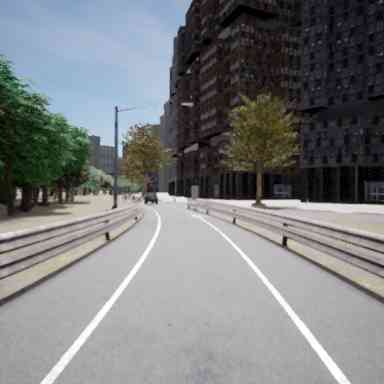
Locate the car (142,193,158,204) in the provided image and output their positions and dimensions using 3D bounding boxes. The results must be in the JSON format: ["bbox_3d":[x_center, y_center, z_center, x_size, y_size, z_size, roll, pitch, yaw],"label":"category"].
[{"bbox_3d":[-7.452,1.116,58.626,2.150,2.045,5.566,0,0,-19],"label":"car"}]
